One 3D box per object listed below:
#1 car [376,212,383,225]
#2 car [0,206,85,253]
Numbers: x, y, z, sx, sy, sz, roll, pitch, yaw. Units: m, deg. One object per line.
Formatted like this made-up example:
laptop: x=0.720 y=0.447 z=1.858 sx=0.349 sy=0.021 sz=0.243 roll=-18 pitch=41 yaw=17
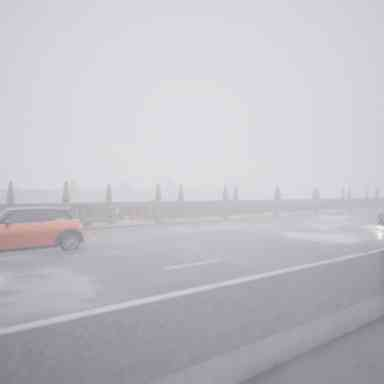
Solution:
car: x=14.580 y=1.593 z=22.977 sx=4.181 sy=1.385 sz=1.994 roll=0 pitch=0 yaw=-35
car: x=-6.439 y=1.354 z=12.297 sx=4.553 sy=1.767 sz=2.097 roll=0 pitch=0 yaw=-35
